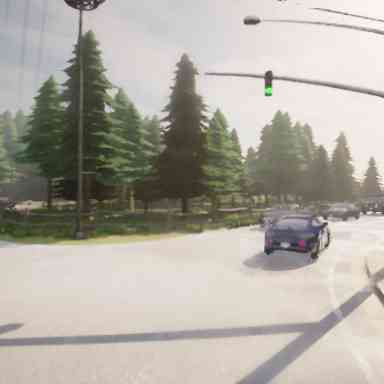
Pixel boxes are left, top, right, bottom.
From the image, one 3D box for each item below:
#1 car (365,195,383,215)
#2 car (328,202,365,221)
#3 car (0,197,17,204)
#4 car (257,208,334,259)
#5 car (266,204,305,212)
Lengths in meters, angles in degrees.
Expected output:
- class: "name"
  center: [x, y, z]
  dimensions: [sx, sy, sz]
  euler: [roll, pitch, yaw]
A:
- class: "car"
  center: [20.353, 1.402, 36.189]
  dimensions: [2.150, 2.045, 5.566]
  euler: [1, 0, 44]
- class: "car"
  center: [12.887, 1.640, 28.569]
  dimensions: [1.812, 1.442, 4.674]
  euler: [1, 0, 44]
- class: "car"
  center: [-21.576, 1.338, 37.909]
  dimensions: [1.837, 1.490, 4.892]
  euler: [0, 0, 0]
- class: "car"
  center: [4.161, 1.562, 12.863]
  dimensions: [1.812, 1.442, 4.674]
  euler: [0, 0, 29]
- class: "car"
  center: [6.063, 1.545, 21.429]
  dimensions: [2.128, 1.511, 4.902]
  euler: [1, 0, 42]
